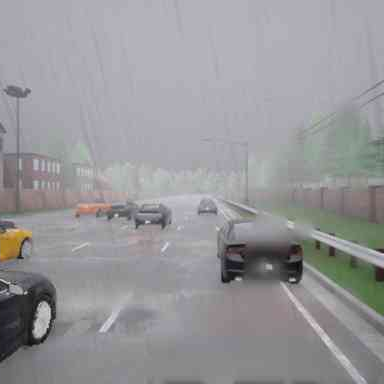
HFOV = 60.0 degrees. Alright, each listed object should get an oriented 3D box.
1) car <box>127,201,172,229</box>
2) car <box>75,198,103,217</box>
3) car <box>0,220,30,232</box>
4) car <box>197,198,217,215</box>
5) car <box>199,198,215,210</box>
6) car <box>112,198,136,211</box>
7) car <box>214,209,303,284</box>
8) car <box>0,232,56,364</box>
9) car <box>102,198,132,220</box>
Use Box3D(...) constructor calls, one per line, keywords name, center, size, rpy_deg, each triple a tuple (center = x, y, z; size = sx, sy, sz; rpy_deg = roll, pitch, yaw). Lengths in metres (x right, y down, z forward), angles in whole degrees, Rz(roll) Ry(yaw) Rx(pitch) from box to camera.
Box3D(name="car", center=(-2.410, 1.491, 21.439), size=(2.128, 1.511, 4.902), rpy_deg=(0, 0, 2))
Box3D(name="car", center=(-9.021, 1.351, 30.815), size=(2.097, 1.767, 4.553), rpy_deg=(0, 0, 2))
Box3D(name="car", center=(-6.427, 1.477, 9.365), size=(1.882, 1.535, 5.008), rpy_deg=(0, 0, 2))
Box3D(name="car", center=(1.569, 1.562, 33.840), size=(1.994, 1.385, 4.181), rpy_deg=(0, 0, 3))
Box3D(name="car", center=(1.960, 1.545, 43.902), size=(2.033, 1.411, 5.357), rpy_deg=(0, 0, 3))
Box3D(name="car", center=(-8.541, 1.503, 42.003), size=(1.837, 1.490, 4.892), rpy_deg=(0, 0, 2))
Box3D(name="car", center=(1.718, 1.477, 9.647), size=(1.882, 1.535, 5.008), rpy_deg=(0, 0, 2))
Box3D(name="car", center=(-3.173, 1.505, 3.470), size=(1.837, 1.490, 4.892), rpy_deg=(0, 0, 2))
Box3D(name="car", center=(-5.644, 1.503, 27.754), size=(1.837, 1.490, 4.892), rpy_deg=(0, 0, 2))
